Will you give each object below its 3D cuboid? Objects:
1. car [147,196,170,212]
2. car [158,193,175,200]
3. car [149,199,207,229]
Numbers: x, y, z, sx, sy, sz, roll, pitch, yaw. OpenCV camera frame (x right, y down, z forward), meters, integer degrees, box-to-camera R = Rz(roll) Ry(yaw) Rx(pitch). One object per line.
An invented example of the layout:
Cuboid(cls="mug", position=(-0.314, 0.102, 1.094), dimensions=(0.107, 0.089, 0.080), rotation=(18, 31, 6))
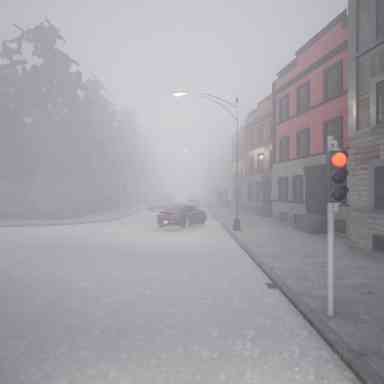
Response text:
Cuboid(cls="car", position=(-4.095, 1.547, 39.352), dimensions=(2.033, 1.411, 5.357), rotation=(0, 0, 0))
Cuboid(cls="car", position=(-4.088, 1.221, 49.539), dimensions=(2.150, 2.045, 5.566), rotation=(0, 0, 0))
Cuboid(cls="car", position=(-0.561, 1.506, 21.726), dimensions=(1.837, 1.490, 4.892), rotation=(3, 1, 24))
